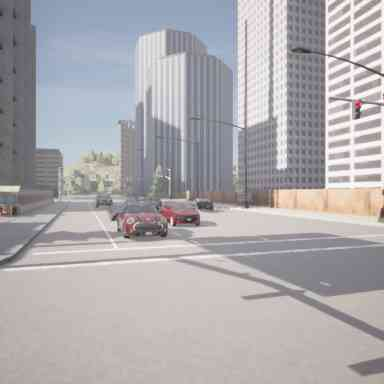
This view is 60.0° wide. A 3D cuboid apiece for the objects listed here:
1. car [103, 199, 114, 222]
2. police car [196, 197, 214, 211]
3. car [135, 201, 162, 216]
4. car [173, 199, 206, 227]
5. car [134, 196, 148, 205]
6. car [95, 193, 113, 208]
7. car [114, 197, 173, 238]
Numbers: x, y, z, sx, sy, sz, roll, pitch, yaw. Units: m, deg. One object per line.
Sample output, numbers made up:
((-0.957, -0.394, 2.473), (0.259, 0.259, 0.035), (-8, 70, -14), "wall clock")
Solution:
((-5.764, 1.547, 26.780), (2.033, 1.411, 5.357), (0, 0, -18), "car")
((0.974, 1.425, 40.111), (1.930, 1.638, 5.238), (0, 0, -18), "police car")
((-4.519, 1.601, 34.136), (1.895, 1.301, 4.718), (0, 0, -18), "car")
((-0.948, 1.478, 23.388), (1.882, 1.535, 5.008), (0, 0, -18), "car")
((-9.109, 1.526, 59.344), (1.812, 1.442, 4.674), (0, 0, -18), "car")
((-12.530, 1.223, 47.317), (2.150, 2.045, 5.566), (0, 0, -18), "car")
((-2.722, 1.352, 17.635), (2.097, 1.767, 4.553), (0, 0, -18), "car")
